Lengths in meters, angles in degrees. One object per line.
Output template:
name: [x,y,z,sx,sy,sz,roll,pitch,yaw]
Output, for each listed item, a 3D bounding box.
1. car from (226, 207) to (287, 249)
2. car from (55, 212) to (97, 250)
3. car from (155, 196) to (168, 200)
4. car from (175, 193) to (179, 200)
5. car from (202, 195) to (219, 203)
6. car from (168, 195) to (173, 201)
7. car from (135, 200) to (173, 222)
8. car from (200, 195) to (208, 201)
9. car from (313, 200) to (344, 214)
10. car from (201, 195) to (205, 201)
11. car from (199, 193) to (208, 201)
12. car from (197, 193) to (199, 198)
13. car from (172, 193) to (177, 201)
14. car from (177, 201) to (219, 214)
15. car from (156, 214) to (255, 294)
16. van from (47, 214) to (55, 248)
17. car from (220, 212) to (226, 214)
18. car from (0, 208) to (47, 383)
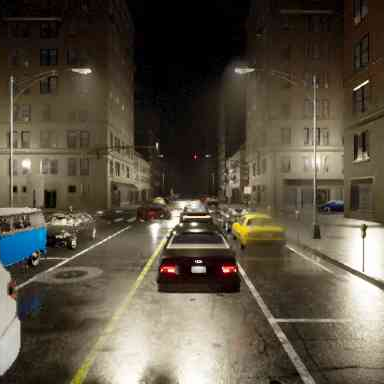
car: [2.699,1.525,14.255,1.752,1.417,4.829,0,0,0]
car: [-5.336,1.550,14.116,2.008,1.369,4.403,0,0,0]
car: [-5.181,1.523,51.909,1.752,1.417,4.829,0,0,0]
car: [-5.043,1.429,86.166,1.967,1.590,4.097,0,0,0]
car: [2.822,1.549,46.367,2.008,1.369,4.403,0,0,0]
car: [-5.134,1.561,63.442,1.947,1.339,4.313,0,0,0]
car: [-3.030,1.562,26.083,1.994,1.385,4.181,1,0,-26]
car: [2.982,1.555,86.139,1.947,1.339,4.313,0,0,0]
car: [14.651,1.474,34.083,4.181,1.385,1.994,0,0,0]
car: [2.845,1.580,52.048,1.802,1.307,4.206,0,0,0]
car: [2.913,1.434,69.094,1.967,1.590,4.097,0,0,0]
car: [2.959,1.305,80.457,2.192,1.841,5.009,0,0,0]
car: [-5.089,1.543,74.804,2.008,1.369,4.403,0,0,0]
car: [0.187,1.491,19.390,2.128,1.511,4.902,0,0,-2]
car: [0.133,1.547,8.943,2.033,1.411,5.357,0,0,0]
van: [-5.359,1.341,8.710,1.690,1.788,3.998,0,0,0]
car: [2.715,1.550,19.491,2.008,1.369,4.403,0,0,0]
car: [-2.839,1.221,1.152,2.150,2.045,5.566,0,0,0]
